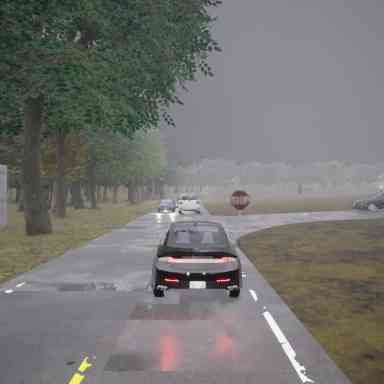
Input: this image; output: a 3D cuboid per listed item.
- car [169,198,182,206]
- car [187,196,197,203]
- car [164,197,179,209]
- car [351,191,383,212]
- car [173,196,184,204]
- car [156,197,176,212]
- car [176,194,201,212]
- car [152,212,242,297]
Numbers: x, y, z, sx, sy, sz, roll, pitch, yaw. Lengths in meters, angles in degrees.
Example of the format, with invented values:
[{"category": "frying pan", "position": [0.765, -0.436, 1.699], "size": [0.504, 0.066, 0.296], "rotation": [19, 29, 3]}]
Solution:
[{"category": "car", "position": [-2.803, 1.653, 57.795], "size": [1.895, 1.301, 4.718], "rotation": [0, 0, 1]}, {"category": "car", "position": [-0.016, 1.540, 69.974], "size": [1.882, 1.535, 5.008], "rotation": [0, 0, 0]}, {"category": "car", "position": [-2.842, 1.538, 47.607], "size": [1.837, 1.490, 4.892], "rotation": [0, 0, 0]}, {"category": "car", "position": [14.819, 0.691, 25.516], "size": [4.892, 1.490, 1.837], "rotation": [-3, 1, 1]}, {"category": "car", "position": [-2.774, 1.616, 68.197], "size": [2.033, 1.411, 5.357], "rotation": [0, 0, 0]}, {"category": "car", "position": [-2.853, 1.546, 38.189], "size": [1.812, 1.442, 4.674], "rotation": [0, 0, 0]}, {"category": "car", "position": [-0.246, 1.239, 34.947], "size": [2.150, 2.045, 5.566], "rotation": [0, 0, -1]}, {"category": "car", "position": [0.092, 1.490, 8.534], "size": [2.128, 1.511, 4.902], "rotation": [0, 0, 0]}]
